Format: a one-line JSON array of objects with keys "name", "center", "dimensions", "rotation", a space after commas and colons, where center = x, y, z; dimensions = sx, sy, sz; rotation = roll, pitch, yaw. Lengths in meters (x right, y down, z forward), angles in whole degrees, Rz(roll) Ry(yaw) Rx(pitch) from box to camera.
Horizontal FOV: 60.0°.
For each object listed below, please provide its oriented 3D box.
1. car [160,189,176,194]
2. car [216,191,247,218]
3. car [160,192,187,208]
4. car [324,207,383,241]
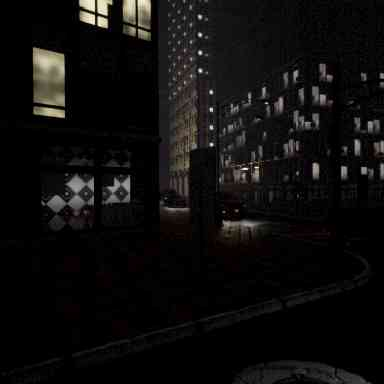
[{"name": "car", "center": [-4.035, 0.537, 54.629], "dimensions": [2.150, 2.045, 5.566], "rotation": [-1, 1, -18]}, {"name": "car", "center": [2.347, 0.955, 26.682], "dimensions": [2.150, 2.045, 5.566], "rotation": [-1, 1, -19]}, {"name": "car", "center": [-2.036, 1.052, 39.602], "dimensions": [1.837, 1.490, 4.892], "rotation": [-1, 1, -19]}, {"name": "car", "center": [8.190, 1.423, 14.226], "dimensions": [1.837, 1.490, 4.892], "rotation": [-2, 2, -39]}]
